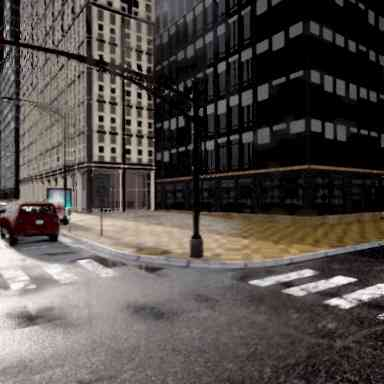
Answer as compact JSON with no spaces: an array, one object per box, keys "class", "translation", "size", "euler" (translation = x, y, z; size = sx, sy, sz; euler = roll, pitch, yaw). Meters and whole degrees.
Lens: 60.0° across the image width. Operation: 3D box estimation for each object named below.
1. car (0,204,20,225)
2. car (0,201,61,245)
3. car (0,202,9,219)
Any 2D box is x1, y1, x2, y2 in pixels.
[{"class":"car","translation":[-14.252,1.604,24.791],"size":[1.947,1.339,4.313],"euler":[1,-1,-36]},{"class":"car","translation":[-7.743,1.342,15.805],"size":[2.192,1.841,5.009],"euler":[1,-1,-36]},{"class":"car","translation":[-17.505,1.609,29.286],"size":[1.947,1.339,4.313],"euler":[1,-1,-36]}]
